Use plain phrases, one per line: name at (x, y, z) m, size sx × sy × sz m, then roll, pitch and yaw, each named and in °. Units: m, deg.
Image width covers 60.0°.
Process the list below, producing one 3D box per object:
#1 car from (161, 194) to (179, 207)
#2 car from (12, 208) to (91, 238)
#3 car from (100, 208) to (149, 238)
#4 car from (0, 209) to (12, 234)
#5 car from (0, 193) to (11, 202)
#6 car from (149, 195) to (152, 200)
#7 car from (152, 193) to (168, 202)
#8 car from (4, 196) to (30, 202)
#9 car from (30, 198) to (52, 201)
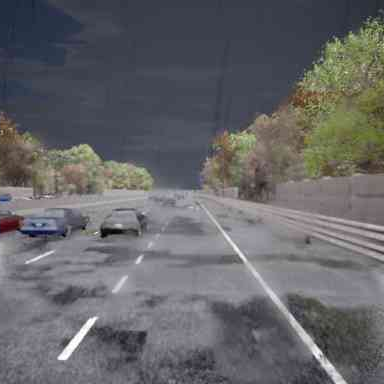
car at (-3.488, 1.509, 52.993) m, size 1.837 × 1.490 × 4.892 m, roll 0°, pitch 0°, yaw 0°
car at (-6.994, 1.547, 17.697) m, size 2.033 × 1.411 × 5.357 m, roll 0°, pitch 0°, yaw 0°
car at (-3.496, 1.564, 17.839) m, size 1.994 × 1.385 × 4.181 m, roll 0°, pitch 0°, yaw 0°
car at (-10.495, 1.564, 17.567) m, size 1.994 × 1.385 × 4.181 m, roll 0°, pitch 0°, yaw 0°
car at (-28.013, 1.218, 47.774) m, size 2.150 × 2.045 × 5.566 m, roll 0°, pitch 0°, yaw 1°
car at (-10.474, 1.484, 90.833) m, size 1.882 × 1.535 × 5.008 m, roll 0°, pitch 0°, yaw 0°
car at (-6.979, 1.482, 72.936) m, size 1.882 × 1.535 × 5.008 m, roll 0°, pitch 0°, yaw 0°
car at (-24.515, 1.601, 47.931) m, size 1.895 × 1.301 × 4.718 m, roll 0°, pitch 0°, yaw 1°
car at (-21.026, 1.564, 48.042) m, size 1.994 × 1.385 × 4.181 m, roll 0°, pitch 0°, yaw 1°
